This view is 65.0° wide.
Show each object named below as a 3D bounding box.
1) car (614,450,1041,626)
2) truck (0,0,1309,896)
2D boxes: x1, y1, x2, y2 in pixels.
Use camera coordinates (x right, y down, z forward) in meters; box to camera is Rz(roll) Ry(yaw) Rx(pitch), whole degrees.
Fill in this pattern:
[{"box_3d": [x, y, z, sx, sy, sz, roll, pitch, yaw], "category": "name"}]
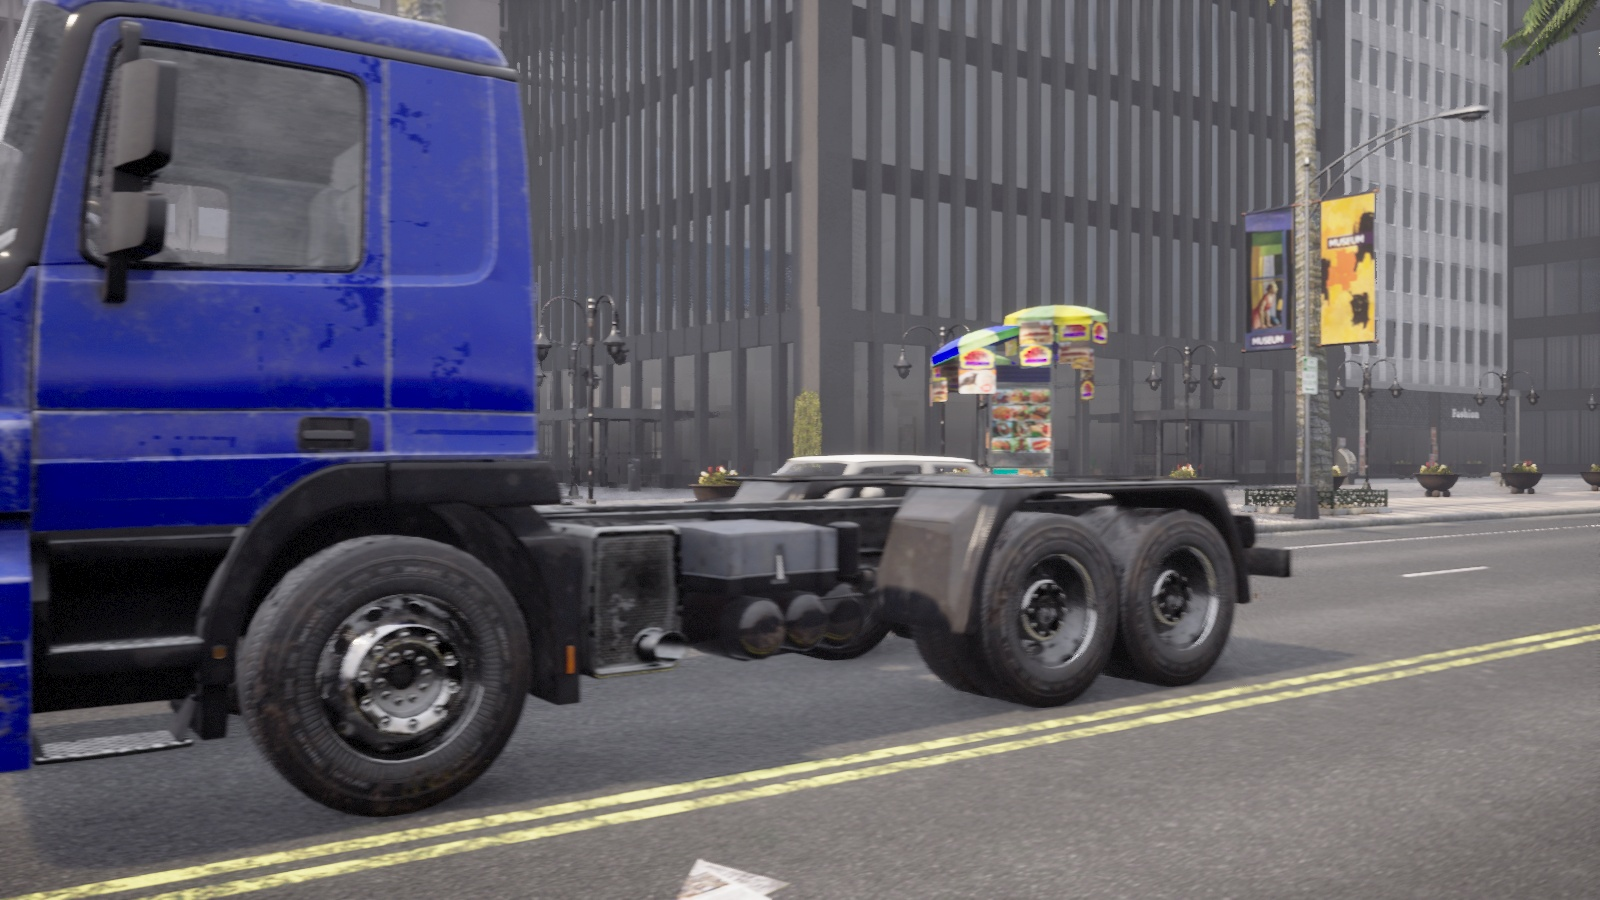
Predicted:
[{"box_3d": [0.325, 0.740, 12.456, 3.806, 1.475, 1.970, 0, 0, -35], "category": "car"}, {"box_3d": [-0.576, -0.218, 7.535, 7.936, 3.462, 2.891, 0, 0, -35], "category": "truck"}]
